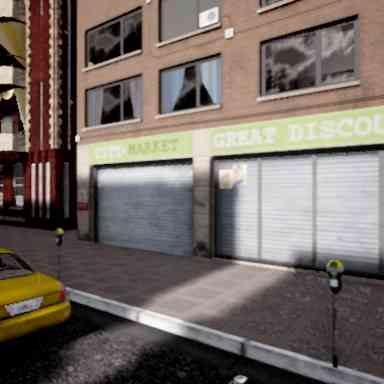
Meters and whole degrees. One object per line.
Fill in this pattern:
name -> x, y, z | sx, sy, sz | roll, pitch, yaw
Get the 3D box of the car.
car -> -4.117, 1.491, 5.809 | 4.829, 1.417, 1.752 | 0, 0, 35
